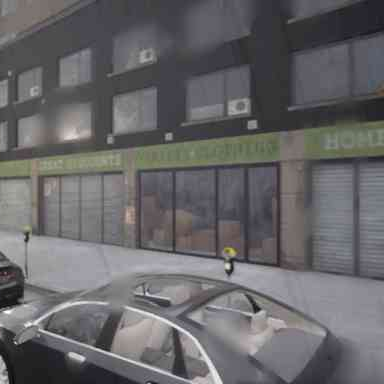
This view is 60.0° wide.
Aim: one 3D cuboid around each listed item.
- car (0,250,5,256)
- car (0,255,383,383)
[{"bbox_3d":[-5.024,1.562,6.547,4.403,1.369,2.008,0,0,35],"label":"car"},{"bbox_3d":[-0.486,1.554,3.399,4.403,1.369,2.008,0,0,35],"label":"car"}]
